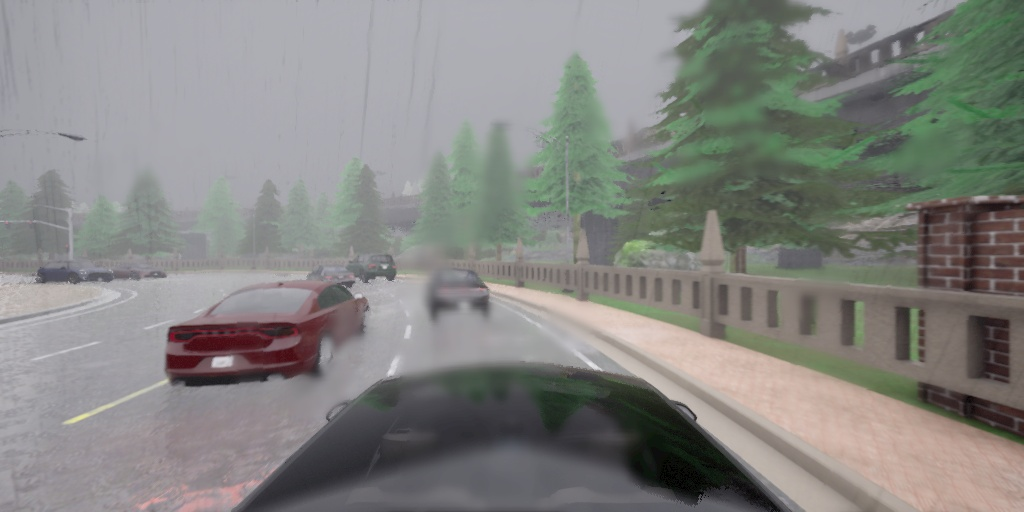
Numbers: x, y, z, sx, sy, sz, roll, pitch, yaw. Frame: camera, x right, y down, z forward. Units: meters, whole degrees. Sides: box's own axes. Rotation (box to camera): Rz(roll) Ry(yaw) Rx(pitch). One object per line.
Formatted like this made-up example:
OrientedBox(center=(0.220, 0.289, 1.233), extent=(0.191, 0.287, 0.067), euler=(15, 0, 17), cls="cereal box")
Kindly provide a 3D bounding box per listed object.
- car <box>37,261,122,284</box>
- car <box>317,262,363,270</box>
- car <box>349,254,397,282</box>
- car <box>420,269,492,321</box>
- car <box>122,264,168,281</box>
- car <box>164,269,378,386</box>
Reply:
OrientedBox(center=(-32.437, 1.144, 26.741), extent=(4.553, 1.767, 2.097), euler=(0, 0, 9), cls="car")
OrientedBox(center=(-11.269, 1.244, 22.260), extent=(2.033, 1.411, 5.357), euler=(-1, 0, -39), cls="car")
OrientedBox(center=(-10.686, 0.887, 26.839), extent=(2.150, 2.045, 5.566), euler=(0, 0, -44), cls="car")
OrientedBox(center=(-2.039, 1.191, 12.417), extent=(2.128, 1.511, 4.902), euler=(0, 0, -17), cls="car")
OrientedBox(center=(-31.453, 1.331, 30.100), extent=(4.181, 1.385, 1.994), euler=(0, 0, 10), cls="car")
OrientedBox(center=(-4.223, 1.221, 7.158), extent=(1.882, 1.535, 5.008), euler=(0, 1, -10), cls="car")
